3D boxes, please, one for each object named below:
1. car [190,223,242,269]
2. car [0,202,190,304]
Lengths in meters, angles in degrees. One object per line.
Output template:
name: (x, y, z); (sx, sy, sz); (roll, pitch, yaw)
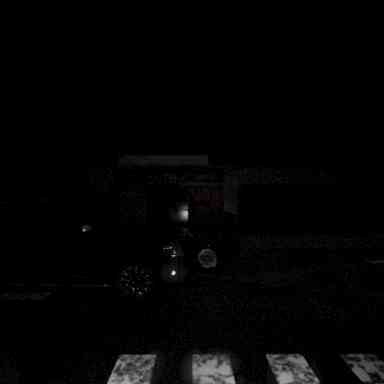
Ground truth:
car: (-0.892, 1.662, 10.664); (4.718, 1.301, 1.895); (-1, -1, 0)
car: (-2.901, 1.244, 7.728); (5.566, 2.045, 2.150); (0, -1, 0)
